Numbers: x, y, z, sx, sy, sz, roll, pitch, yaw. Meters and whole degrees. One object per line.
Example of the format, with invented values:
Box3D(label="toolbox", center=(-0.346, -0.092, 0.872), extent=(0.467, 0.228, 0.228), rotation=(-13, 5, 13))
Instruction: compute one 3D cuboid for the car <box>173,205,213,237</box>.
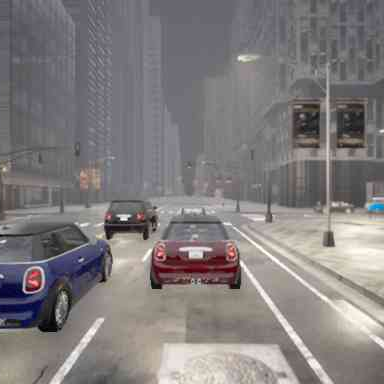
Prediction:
Box3D(label="car", center=(0.068, 1.629, 20.075), extent=(2.128, 1.511, 4.902), rotation=(0, 0, 0))

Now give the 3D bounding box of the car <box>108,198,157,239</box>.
Box3D(label="car", center=(-3.183, 1.349, 18.153), extent=(2.150, 2.045, 5.566), rotation=(0, 0, 0))

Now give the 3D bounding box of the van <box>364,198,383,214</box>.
Box3D(label="van", center=(21.426, 1.547, 37.080), extent=(3.998, 1.788, 1.690), rotation=(0, 0, 0))

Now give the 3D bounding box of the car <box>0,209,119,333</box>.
Box3D(label="car", center=(-3.163, 1.400, 7.036), extent=(2.097, 1.767, 4.553), rotation=(0, 0, 0))

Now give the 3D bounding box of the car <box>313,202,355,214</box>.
Box3D(label="car", center=(15.808, 1.768, 37.093), extent=(4.403, 1.369, 2.008), rotation=(0, 0, 0))

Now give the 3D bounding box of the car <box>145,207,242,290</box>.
Box3D(label="car", center=(0.083, 1.417, 9.415), extent=(2.097, 1.767, 4.553), rotation=(0, 0, 0))
